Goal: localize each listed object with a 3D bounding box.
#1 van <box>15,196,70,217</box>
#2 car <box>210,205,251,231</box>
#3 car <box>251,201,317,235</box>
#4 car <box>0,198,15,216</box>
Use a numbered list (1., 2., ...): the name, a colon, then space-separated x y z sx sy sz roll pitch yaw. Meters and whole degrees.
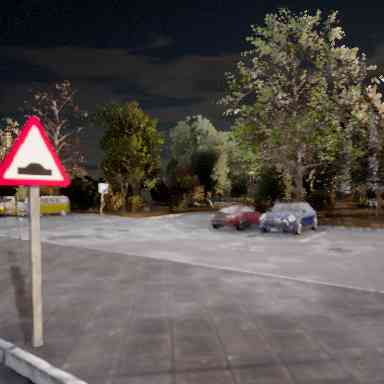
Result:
1. van: -14.254 1.399 32.358 1.878 1.987 4.442 -1 -1 35
2. car: 2.831 1.500 20.497 2.002 1.452 4.674 0 0 35
3. car: 5.453 1.329 18.715 2.185 1.767 4.553 0 0 35
4. car: -16.365 1.673 34.206 1.946 1.575 5.366 -1 -1 35
